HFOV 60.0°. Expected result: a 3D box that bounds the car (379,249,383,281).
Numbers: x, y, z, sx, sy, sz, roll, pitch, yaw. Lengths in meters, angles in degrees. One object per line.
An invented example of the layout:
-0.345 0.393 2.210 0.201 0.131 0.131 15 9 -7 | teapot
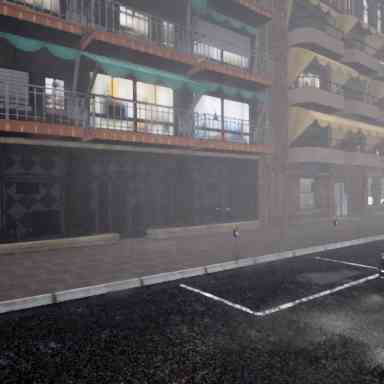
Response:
6.525 1.490 8.360 4.902 1.511 2.128 0 0 -37 | car
